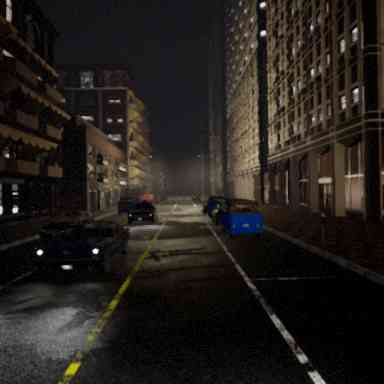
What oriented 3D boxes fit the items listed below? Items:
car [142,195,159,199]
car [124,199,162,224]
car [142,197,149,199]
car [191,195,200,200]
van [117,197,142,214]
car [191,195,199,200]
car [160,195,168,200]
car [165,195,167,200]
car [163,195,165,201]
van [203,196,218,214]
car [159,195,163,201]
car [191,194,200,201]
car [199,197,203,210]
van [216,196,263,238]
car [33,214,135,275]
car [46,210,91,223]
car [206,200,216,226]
[{"bbox_3d":[-6.745,1.320,50.433,2.192,1.841,5.009,-1,0,-1],"label":"car"},{"bbox_3d":[-3.571,1.529,24.827,1.812,1.442,4.674,-1,1,-1],"label":"car"},{"bbox_3d":[-6.493,1.606,39.139,1.802,1.307,4.206,-1,0,-1],"label":"car"},{"bbox_3d":[0.896,1.365,84.499,1.947,1.339,4.313,-1,0,-1],"label":"car"},{"bbox_3d":[-6.374,1.376,33.491,1.690,1.788,3.998,-1,0,-1],"label":"van"},{"bbox_3d":[0.772,1.375,90.147,1.802,1.307,4.206,-1,0,-1],"label":"car"},{"bbox_3d":[-7.605,1.496,89.964,1.887,1.381,4.507,-1,0,-1],"label":"car"},{"bbox_3d":[-7.355,1.489,78.499,1.752,1.417,4.829,-1,0,-1],"label":"car"},{"bbox_3d":[-7.111,1.529,67.374,2.008,1.369,4.403,-1,0,-1],"label":"car"},{"bbox_3d":[2.127,1.229,28.027,1.690,1.788,3.998,-1,0,-1],"label":"van"},{"bbox_3d":[-6.987,1.552,61.728,1.947,1.339,4.313,-1,0,-1],"label":"car"},{"bbox_3d":[1.142,1.394,73.205,1.802,1.307,4.206,-1,0,-1],"label":"car"},{"bbox_3d":[2.007,1.443,33.674,1.947,1.339,4.313,-1,0,-1],"label":"car"},{"bbox_3d":[2.374,1.252,16.732,1.690,1.788,3.998,-1,0,-1],"label":"van"},{"bbox_3d":[-3.283,1.633,10.811,1.895,1.301,4.718,-1,0,-1],"label":"car"},{"bbox_3d":[-5.999,1.620,16.550,2.008,1.369,4.403,-1,0,-1],"label":"car"},{"bbox_3d":[2.254,1.450,22.380,2.008,1.369,4.403,-1,0,-1],"label":"car"}]
